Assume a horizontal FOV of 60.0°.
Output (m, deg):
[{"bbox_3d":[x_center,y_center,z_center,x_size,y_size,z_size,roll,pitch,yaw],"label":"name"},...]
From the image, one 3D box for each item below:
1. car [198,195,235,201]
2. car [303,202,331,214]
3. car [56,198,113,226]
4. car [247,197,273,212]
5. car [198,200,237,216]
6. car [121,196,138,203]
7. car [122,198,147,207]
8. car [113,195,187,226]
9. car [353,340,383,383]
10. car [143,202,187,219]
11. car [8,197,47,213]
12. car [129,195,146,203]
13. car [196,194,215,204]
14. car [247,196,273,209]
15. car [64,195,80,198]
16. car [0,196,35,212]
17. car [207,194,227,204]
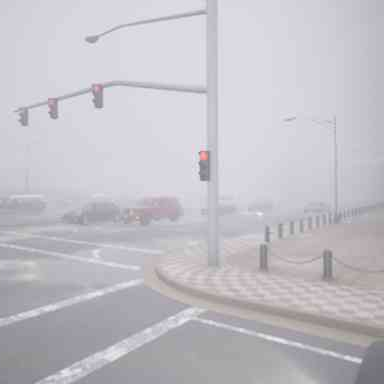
[{"bbox_3d":[3.464,1.419,40.798,2.150,2.045,5.566,0,0,36],"label":"car"},{"bbox_3d":[14.021,1.723,37.124,1.895,1.301,4.718,0,0,36],"label":"car"},{"bbox_3d":[-7.628,1.552,25.602,2.097,1.767,4.553,0,0,36],"label":"car"},{"bbox_3d":[8.750,1.698,42.084,1.812,1.442,4.674,0,0,36],"label":"car"},{"bbox_3d":[2.669,1.775,33.777,1.895,1.301,4.718,0,0,36],"label":"car"},{"bbox_3d":[-15.346,1.863,81.814,1.970,1.475,3.806,0,0,36],"label":"car"},{"bbox_3d":[-9.708,1.728,56.028,1.970,1.475,3.806,0,0,36],"label":"car"},{"bbox_3d":[-3.088,1.397,25.892,2.150,2.045,5.566,0,0,36],"label":"car"},{"bbox_3d":[3.569,1.532,1.408,5.357,1.411,2.033,0,0,33],"label":"car"},{"bbox_3d":[-2.560,1.763,32.550,1.994,1.385,4.181,0,0,36],"label":"car"},{"bbox_3d":[-23.299,1.771,47.274,1.970,1.475,3.806,0,0,36],"label":"car"},{"bbox_3d":[-13.021,1.603,80.092,1.905,1.878,3.866,0,0,36],"label":"car"},{"bbox_3d":[2.814,1.467,68.502,1.905,1.878,3.866,0,0,36],"label":"car"},{"bbox_3d":[10.300,1.548,50.083,2.097,1.767,4.553,0,0,37],"label":"car"},{"bbox_3d":[-23.379,1.603,65.962,1.932,1.855,4.605,0,0,36],"label":"car"},{"bbox_3d":[-25.632,1.759,48.989,1.784,1.438,3.905,0,0,36],"label":"car"},{"bbox_3d":[5.114,1.444,66.744,1.932,1.855,4.605,0,0,36],"label":"car"}]
